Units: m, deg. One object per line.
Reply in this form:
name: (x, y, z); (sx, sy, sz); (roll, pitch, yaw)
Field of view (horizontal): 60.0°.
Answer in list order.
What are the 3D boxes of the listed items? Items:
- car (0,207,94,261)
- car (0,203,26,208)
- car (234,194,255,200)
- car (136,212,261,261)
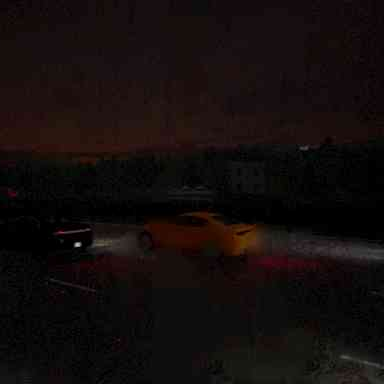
car: (-5.744, 1.524, 12.383); (4.902, 1.511, 2.128); (0, 0, 35)
car: (-15.174, 1.603, 27.705); (4.674, 1.442, 1.812); (0, 0, 35)
car: (11.803, 1.308, 74.826); (4.605, 1.855, 1.932); (0, 0, 35)
car: (0.078, 1.498, 12.532); (5.008, 1.535, 1.882); (0, 0, 35)
